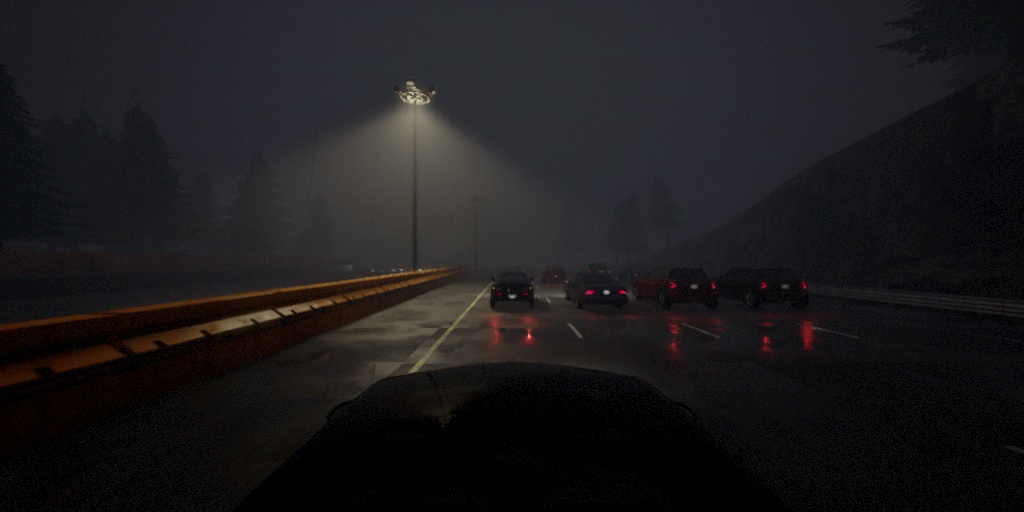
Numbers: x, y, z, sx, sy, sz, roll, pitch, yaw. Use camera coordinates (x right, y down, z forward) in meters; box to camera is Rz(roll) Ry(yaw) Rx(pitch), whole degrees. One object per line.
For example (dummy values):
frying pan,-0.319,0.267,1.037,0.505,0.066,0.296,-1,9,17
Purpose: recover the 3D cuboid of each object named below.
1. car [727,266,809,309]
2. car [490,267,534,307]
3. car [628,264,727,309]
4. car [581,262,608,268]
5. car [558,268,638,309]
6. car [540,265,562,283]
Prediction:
car,10.517,1.231,15.900,2.097,1.767,4.553,0,-1,0
car,0.021,1.409,16.208,1.812,1.442,4.674,0,0,0
car,7.017,1.231,15.906,2.097,1.767,4.553,0,-1,0
car,7.041,1.369,30.908,2.097,1.767,4.553,0,-1,0
car,3.516,1.427,15.819,2.033,1.411,5.357,0,0,0
car,3.540,1.500,31.323,1.882,1.535,5.008,0,0,0
